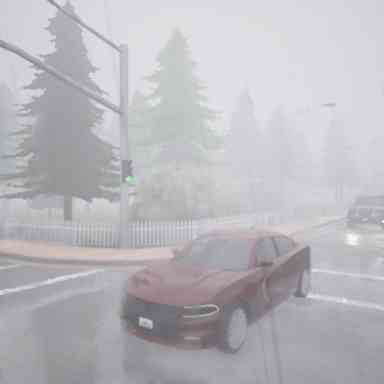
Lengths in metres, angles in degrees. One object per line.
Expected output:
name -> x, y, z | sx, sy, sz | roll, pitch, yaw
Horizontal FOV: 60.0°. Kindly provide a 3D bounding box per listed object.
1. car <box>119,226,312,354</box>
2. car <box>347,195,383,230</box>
car -> 0.832, 1.501, 6.520 | 1.882, 1.535, 5.008 | -1, 0, 36
car -> 11.678, 1.241, 21.603 | 2.150, 2.045, 5.566 | 0, 0, 36
